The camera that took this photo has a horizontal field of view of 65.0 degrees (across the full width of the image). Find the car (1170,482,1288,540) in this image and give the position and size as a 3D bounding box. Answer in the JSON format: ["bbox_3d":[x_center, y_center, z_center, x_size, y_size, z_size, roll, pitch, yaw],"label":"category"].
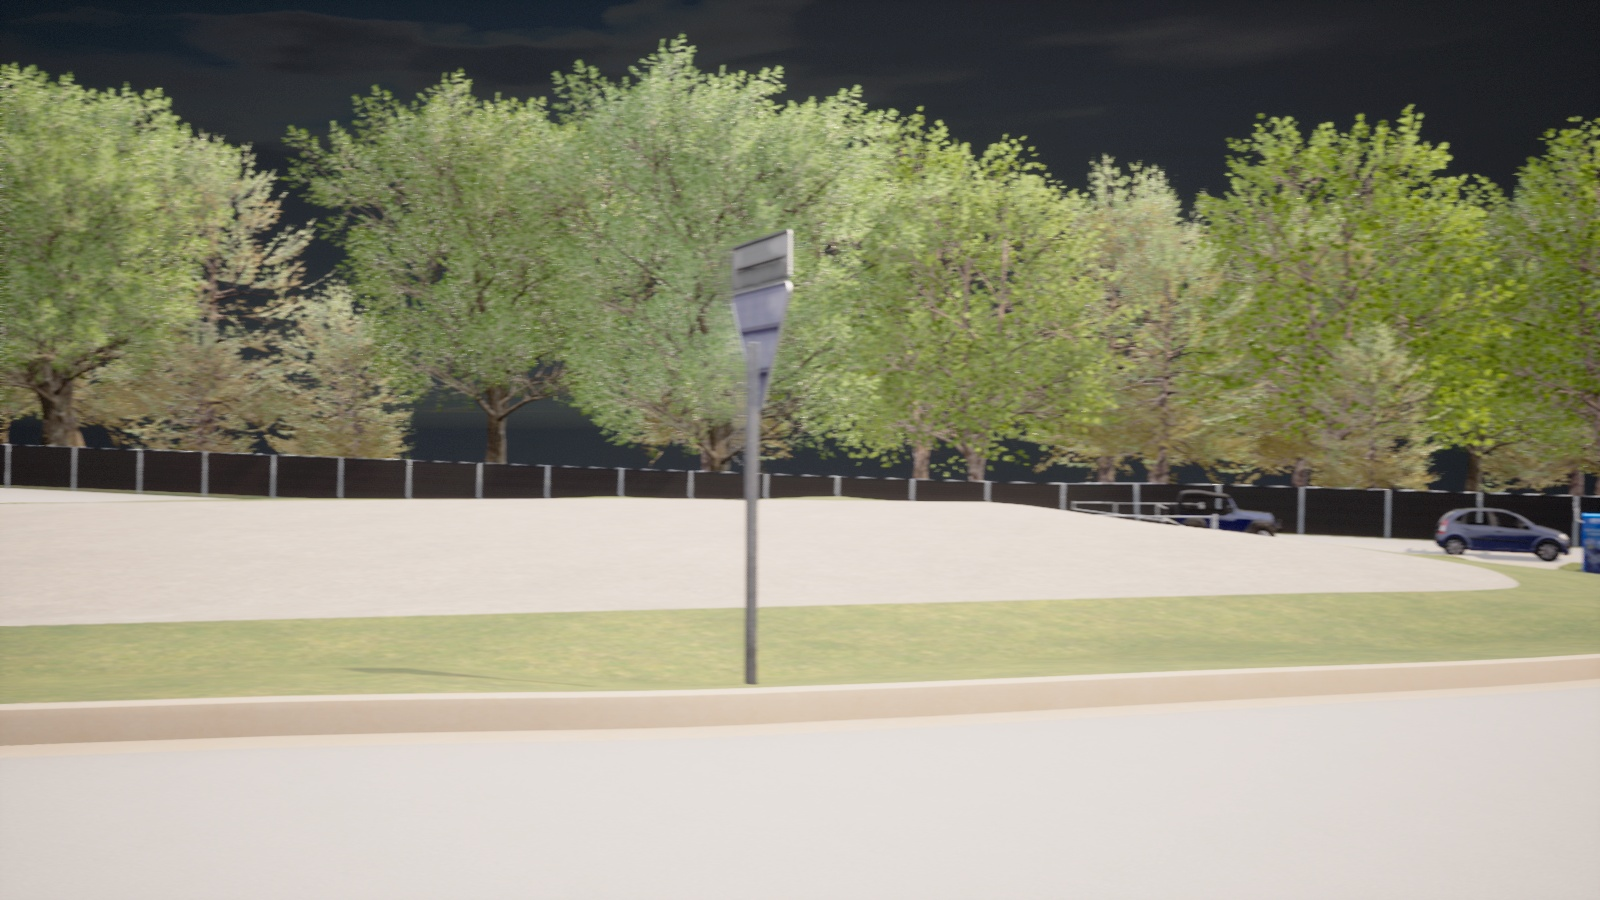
[{"bbox_3d":[15.251,2.154,44.836,3.866,1.878,1.905,0,1,15],"label":"car"}]

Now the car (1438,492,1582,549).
[{"bbox_3d":[23.498,2.310,41.738,3.988,1.617,1.851,0,1,24],"label":"car"}]
